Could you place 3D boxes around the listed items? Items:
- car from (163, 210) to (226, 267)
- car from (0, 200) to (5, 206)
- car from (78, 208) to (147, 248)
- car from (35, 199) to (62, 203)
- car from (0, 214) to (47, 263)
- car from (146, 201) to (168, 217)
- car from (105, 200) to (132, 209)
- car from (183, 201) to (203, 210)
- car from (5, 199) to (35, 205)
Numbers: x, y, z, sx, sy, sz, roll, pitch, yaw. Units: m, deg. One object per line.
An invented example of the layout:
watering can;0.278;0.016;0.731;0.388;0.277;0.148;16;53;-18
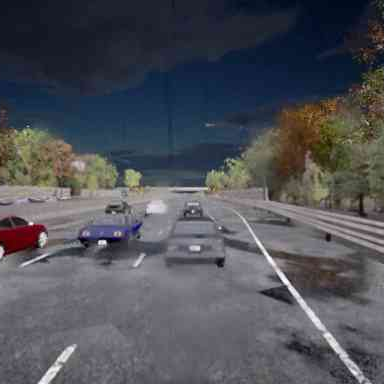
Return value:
car;0.089;1.569;11.489;2.033;1.411;5.357;0;0;0
car;-24.585;1.691;41.087;1.895;1.301;4.718;0;0;0
car;-3.405;1.629;14.882;1.895;1.301;4.718;0;0;0
car;-17.584;1.619;42.026;1.812;1.442;4.674;0;0;0
car;-6.914;1.499;11.716;1.882;1.535;5.008;0;0;0
car;-3.401;1.593;32.513;1.812;1.442;4.674;0;0;0
car;-6.901;1.570;31.550;1.837;1.490;4.892;0;0;0
car;0.100;1.594;32.598;1.812;1.442;4.674;0;0;0
car;-21.082;1.618;41.990;1.812;1.442;4.674;0;0;0
